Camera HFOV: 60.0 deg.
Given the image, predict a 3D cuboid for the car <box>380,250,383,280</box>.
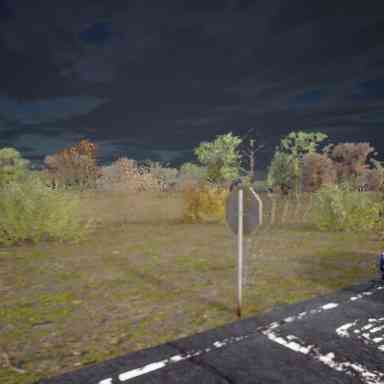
[{"bbox_3d":[6.729,1.248,7.888,5.566,2.045,2.150,0,0,-36],"label":"car"}]
